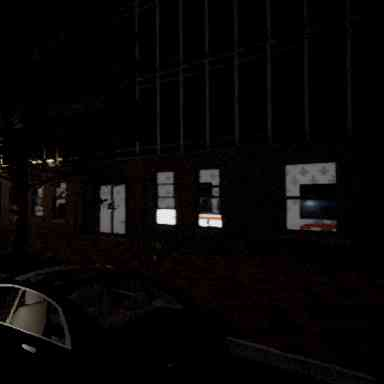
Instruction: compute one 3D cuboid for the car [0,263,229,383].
[{"bbox_3d":[-1.684,1.586,4.075,4.403,1.369,2.008,-1,0,35],"label":"car"}]
